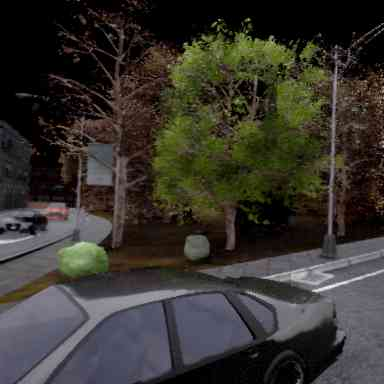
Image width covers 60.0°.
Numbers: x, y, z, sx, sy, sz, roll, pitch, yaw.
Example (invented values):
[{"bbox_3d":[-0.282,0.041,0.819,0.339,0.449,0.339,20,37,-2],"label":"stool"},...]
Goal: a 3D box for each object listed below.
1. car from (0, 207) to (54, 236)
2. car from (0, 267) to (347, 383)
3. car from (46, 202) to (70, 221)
[{"bbox_3d":[-10.247,1.834,20.474,1.994,1.385,4.181,3,-1,-9],"label":"car"},{"bbox_3d":[-0.675,1.557,3.203,5.357,1.411,2.033,0,0,-36],"label":"car"},{"bbox_3d":[-13.091,1.798,32.447,2.097,1.767,4.553,3,-2,-19],"label":"car"}]
